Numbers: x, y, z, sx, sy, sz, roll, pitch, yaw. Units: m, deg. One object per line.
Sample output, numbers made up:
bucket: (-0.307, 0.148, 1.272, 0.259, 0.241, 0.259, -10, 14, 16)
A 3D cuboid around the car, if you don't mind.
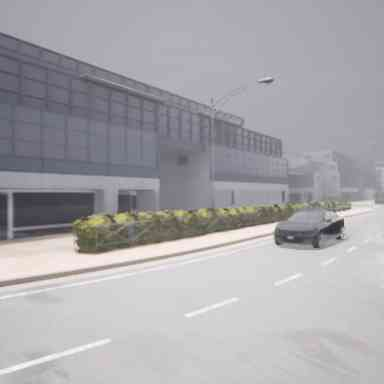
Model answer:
car: (5.455, 1.531, 15.091, 1.882, 1.535, 5.008, -1, 0, 39)
